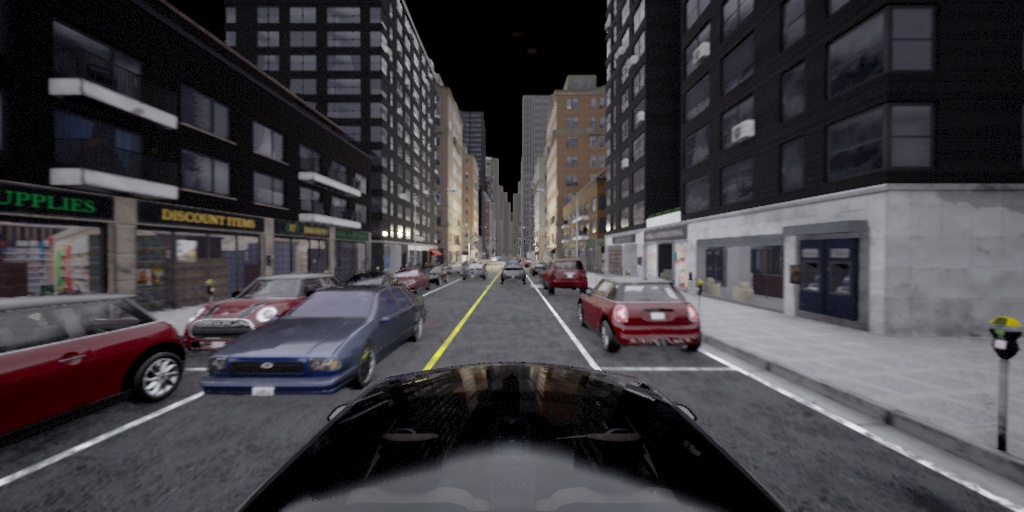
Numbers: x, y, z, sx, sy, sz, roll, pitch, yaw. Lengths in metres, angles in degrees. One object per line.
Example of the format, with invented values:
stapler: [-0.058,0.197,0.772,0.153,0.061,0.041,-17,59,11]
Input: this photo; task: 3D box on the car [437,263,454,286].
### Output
car: [-5.663,1.329,25.516,1.948,1.339,4.313,0,0,0]

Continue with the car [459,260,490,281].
car: [-3.036,1.292,30.248,1.812,1.442,4.674,0,0,1]

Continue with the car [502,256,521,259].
car: [0.110,1.131,48.766,2.097,1.767,4.553,0,0,0]

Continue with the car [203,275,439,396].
car: [-3.091,1.300,7.127,2.033,1.411,5.357,0,0,0]

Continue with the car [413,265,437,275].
car: [-5.665,1.341,19.985,1.802,1.307,4.207,0,0,0]

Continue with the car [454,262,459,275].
car: [-5.661,1.321,36.578,2.007,1.370,4.403,0,0,0]

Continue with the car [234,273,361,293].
car: [-5.668,1.192,8.924,1.967,1.591,4.097,0,0,0]

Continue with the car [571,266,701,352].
car: [2.858,1.194,8.943,1.967,1.591,4.097,0,0,0]

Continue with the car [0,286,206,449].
car: [-5.669,1.189,3.394,1.967,1.591,4.097,0,0,0]

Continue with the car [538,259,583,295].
car: [2.861,1.076,20.001,2.192,1.841,5.009,0,0,0]

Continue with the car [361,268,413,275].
car: [-5.666,1.321,14.455,1.948,1.339,4.313,0,0,0]

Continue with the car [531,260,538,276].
car: [2.865,1.338,36.589,1.948,1.339,4.313,0,0,0]

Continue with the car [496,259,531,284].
car: [0.097,1.259,27.519,2.128,1.511,4.902,0,0,0]

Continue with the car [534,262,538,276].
car: [2.862,1.331,25.531,1.948,1.339,4.313,0,0,0]
